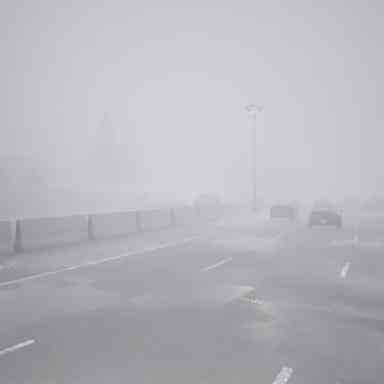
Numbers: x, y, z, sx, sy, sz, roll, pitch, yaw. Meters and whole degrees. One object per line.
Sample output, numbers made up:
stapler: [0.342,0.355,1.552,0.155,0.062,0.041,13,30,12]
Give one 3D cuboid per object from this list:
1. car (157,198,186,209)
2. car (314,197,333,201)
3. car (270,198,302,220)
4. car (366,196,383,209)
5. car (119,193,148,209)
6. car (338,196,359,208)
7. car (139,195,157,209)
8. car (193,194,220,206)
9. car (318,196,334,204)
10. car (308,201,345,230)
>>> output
car: [-2.187,1.525,41.134,1.812,1.442,4.674,0,0,21]
car: [18.498,1.562,47.574,1.994,1.385,4.181,0,0,16]
car: [7.926,1.477,28.331,1.882,1.535,5.008,0,0,24]
car: [25.016,1.352,44.967,2.097,1.767,4.553,0,0,18]
car: [-7.802,1.223,46.027,2.150,2.045,5.566,0,0,20]
car: [22.100,1.352,47.224,2.097,1.767,4.553,0,0,12]
car: [-4.800,1.525,44.099,1.812,1.442,4.674,0,0,20]
car: [1.980,1.224,42.227,2.150,2.045,5.566,0,0,20]
car: [26.071,1.563,64.987,1.994,1.385,4.181,0,0,8]
car: [8.579,1.525,21.306,1.812,1.442,4.674,0,0,25]
